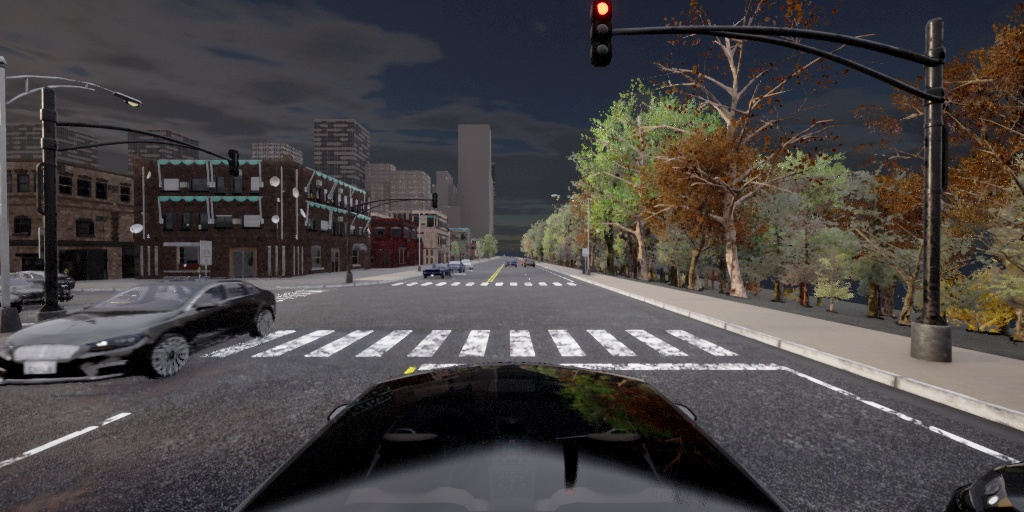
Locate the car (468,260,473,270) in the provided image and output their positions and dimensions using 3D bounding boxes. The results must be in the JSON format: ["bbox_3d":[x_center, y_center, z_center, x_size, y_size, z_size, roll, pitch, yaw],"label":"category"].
[{"bbox_3d":[-6.817,1.257,53.326,1.812,1.442,4.674,0,0,0],"label":"car"}]

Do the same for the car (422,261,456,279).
[{"bbox_3d":[-6.736,1.341,32.885,1.895,1.301,4.718,0,0,2],"label":"car"}]

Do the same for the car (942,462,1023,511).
[{"bbox_3d":[3.363,1.314,0.183,1.994,1.385,4.181,0,0,-1],"label":"car"}]

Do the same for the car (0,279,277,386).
[{"bbox_3d":[-6.703,1.242,7.247,2.128,1.511,4.902,0,0,-9],"label":"car"}]

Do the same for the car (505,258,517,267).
[{"bbox_3d":[-0.194,1.078,64.006,2.097,1.767,4.553,0,0,0],"label":"car"}]

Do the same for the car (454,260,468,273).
[{"bbox_3d":[-6.780,1.261,43.056,1.812,1.442,4.674,0,0,0],"label":"car"}]

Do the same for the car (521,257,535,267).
[{"bbox_3d":[3.062,1.231,63.222,1.837,1.490,4.892,0,0,0],"label":"car"}]

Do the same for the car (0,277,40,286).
[{"bbox_3d":[-19.996,1.565,12.507,4.313,1.339,1.948,0,0,0],"label":"car"}]

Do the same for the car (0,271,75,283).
[{"bbox_3d":[-22.257,1.545,15.206,5.357,1.411,2.033,-1,1,0],"label":"car"}]
